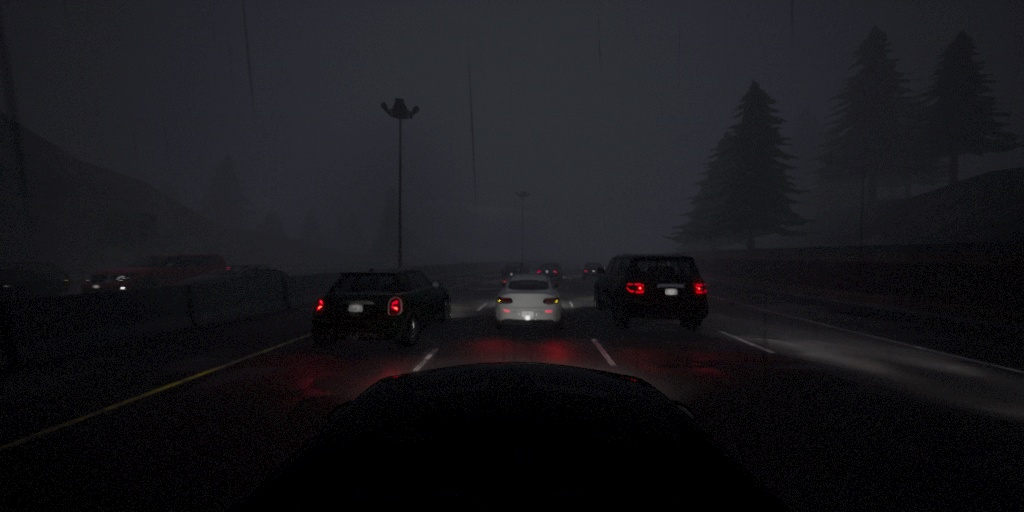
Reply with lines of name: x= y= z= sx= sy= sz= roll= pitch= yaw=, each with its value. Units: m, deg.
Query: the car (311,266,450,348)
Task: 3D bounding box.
car: x=-3.048 y=1.074 z=9.364 sx=2.097 sy=1.767 sz=4.553 roll=0 pitch=0 yaw=3

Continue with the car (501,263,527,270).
car: x=0.444 y=1.271 z=33.367 sx=1.895 sy=1.301 sz=4.718 roll=0 pitch=0 yaw=13

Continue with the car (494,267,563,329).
car: x=0.545 y=1.253 z=11.081 sx=1.812 sy=1.442 sz=4.674 roll=0 pitch=0 yaw=4

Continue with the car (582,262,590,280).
car: x=6.955 y=1.243 z=30.551 sx=2.033 sy=1.411 sz=5.357 roll=0 pitch=0 yaw=13

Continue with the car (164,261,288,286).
car: x=-13.093 y=1.166 z=17.277 sx=2.128 sy=1.511 sz=4.902 roll=0 pitch=0 yaw=6

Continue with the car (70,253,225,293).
car: x=-16.628 y=0.885 z=17.329 sx=2.150 sy=2.045 sz=5.566 roll=0 pitch=0 yaw=6

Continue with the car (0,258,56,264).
car: x=-23.725 y=0.998 z=16.431 sx=2.097 sy=1.767 sz=4.553 roll=0 pitch=0 yaw=6

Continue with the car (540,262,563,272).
car: x=3.182 y=1.235 z=29.661 sx=2.033 sy=1.411 sz=5.357 roll=0 pitch=0 yaw=12

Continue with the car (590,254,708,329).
car: x=4.060 y=0.958 z=11.355 sx=2.150 sy=2.045 sz=5.566 roll=0 pitch=0 yaw=4

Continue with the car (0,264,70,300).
car: x=-20.449 y=1.187 z=13.827 sx=1.812 sy=1.442 sz=4.674 roll=0 pitch=0 yaw=5
